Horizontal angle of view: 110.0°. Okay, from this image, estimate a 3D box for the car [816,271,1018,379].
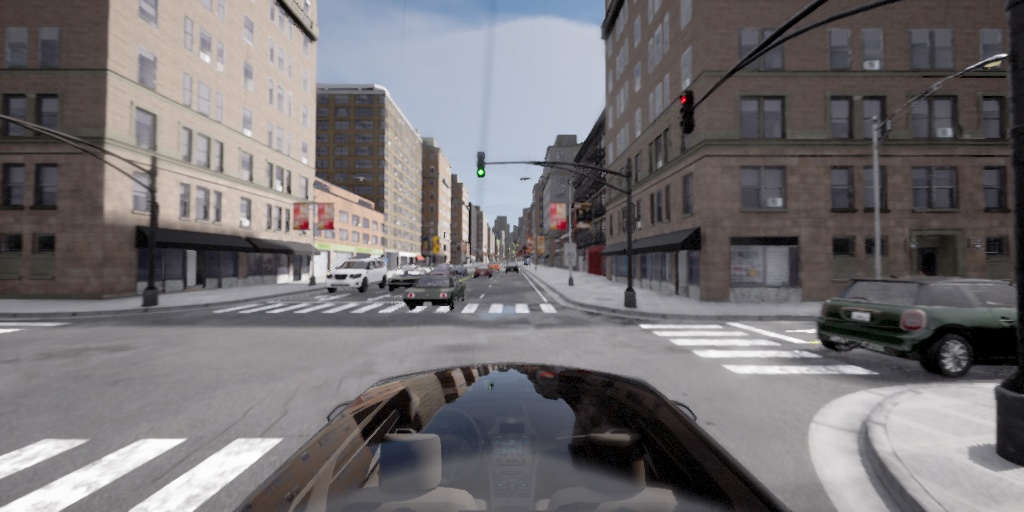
[{"bbox_3d":[8.840,1.194,7.141,4.553,1.767,2.097,0,-1,-6],"label":"car"}]

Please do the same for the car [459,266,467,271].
[{"bbox_3d":[-6.579,1.746,43.528,1.994,1.385,4.181,0,-1,0],"label":"car"}]

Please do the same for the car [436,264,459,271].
[{"bbox_3d":[-6.577,1.645,33.528,1.994,1.385,4.181,0,-1,1],"label":"car"}]

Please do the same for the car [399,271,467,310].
[{"bbox_3d":[-3.145,1.507,15.602,1.895,1.301,4.718,0,0,0],"label":"car"}]

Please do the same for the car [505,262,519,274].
[{"bbox_3d":[0.002,1.745,51.990,1.882,1.535,5.008,0,-1,0],"label":"car"}]

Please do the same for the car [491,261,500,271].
[{"bbox_3d":[-3.169,1.727,62.915,2.097,1.767,4.553,0,-1,0],"label":"car"}]

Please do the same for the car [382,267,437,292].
[{"bbox_3d":[-6.593,1.580,23.609,1.895,1.301,4.718,0,-1,0],"label":"car"}]

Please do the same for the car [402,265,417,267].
[{"bbox_3d":[-9.836,1.614,34.236,1.812,1.442,4.674,0,-1,1],"label":"car"}]

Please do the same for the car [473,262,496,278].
[{"bbox_3d":[-3.148,1.673,40.033,1.812,1.442,4.674,0,-1,0],"label":"car"}]

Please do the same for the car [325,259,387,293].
[{"bbox_3d":[-9.851,1.197,23.293,2.150,2.045,5.566,0,-1,0],"label":"car"}]
